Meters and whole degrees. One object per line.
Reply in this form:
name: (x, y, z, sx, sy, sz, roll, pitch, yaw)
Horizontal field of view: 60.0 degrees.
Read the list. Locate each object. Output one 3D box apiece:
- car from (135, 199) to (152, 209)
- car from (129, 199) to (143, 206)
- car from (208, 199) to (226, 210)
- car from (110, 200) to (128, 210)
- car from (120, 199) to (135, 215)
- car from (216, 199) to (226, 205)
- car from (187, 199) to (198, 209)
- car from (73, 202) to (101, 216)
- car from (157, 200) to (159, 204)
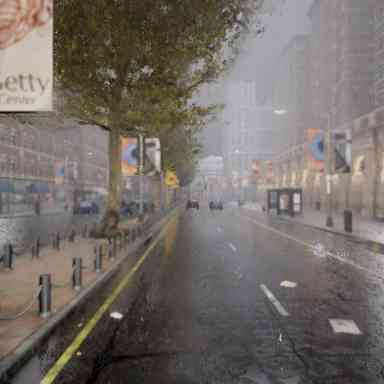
car: (-8.059, 2.000, 55.037, 1.837, 1.490, 4.892, 0, -1, 0)
car: (-11.507, 2.156, 68.620, 2.033, 1.411, 5.357, 0, -1, 0)
car: (3.595, 1.953, 51.424, 2.128, 1.511, 4.902, 0, -1, 0)
car: (-11.573, 2.041, 53.066, 1.994, 1.385, 4.181, 0, 0, 0)
car: (-8.096, 1.687, 37.232, 2.097, 1.767, 4.553, 0, -1, 0)
car: (6.742, 2.285, 76.916, 1.895, 1.301, 4.718, 0, -1, 0)
car: (0.094, 1.970, 54.827, 1.882, 1.535, 5.008, 0, -1, 0)
car: (-11.598, 1.810, 36.957, 1.882, 1.535, 5.008, 0, -1, 0)
car: (-8.007, 2.179, 70.041, 1.994, 1.385, 4.181, 0, -1, 0)
